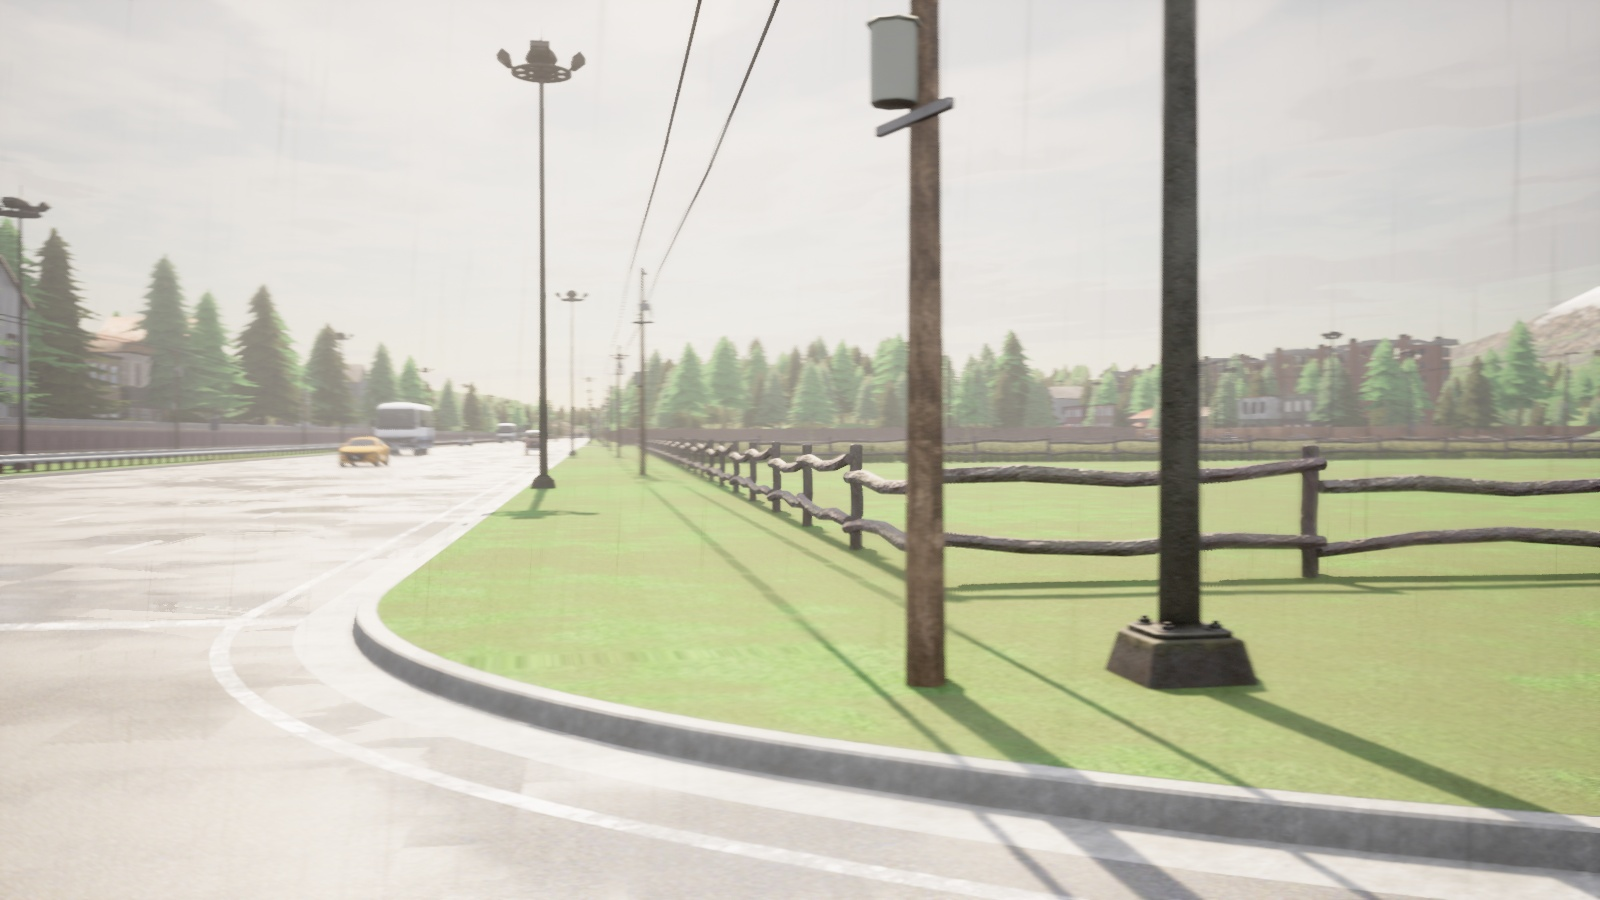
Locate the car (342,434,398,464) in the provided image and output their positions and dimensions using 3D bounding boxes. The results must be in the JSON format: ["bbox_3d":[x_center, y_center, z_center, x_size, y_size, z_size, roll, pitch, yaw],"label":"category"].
[{"bbox_3d":[-22.214,-0.073,65.056,1.882,1.535,5.008,0,1,-9],"label":"car"}]
